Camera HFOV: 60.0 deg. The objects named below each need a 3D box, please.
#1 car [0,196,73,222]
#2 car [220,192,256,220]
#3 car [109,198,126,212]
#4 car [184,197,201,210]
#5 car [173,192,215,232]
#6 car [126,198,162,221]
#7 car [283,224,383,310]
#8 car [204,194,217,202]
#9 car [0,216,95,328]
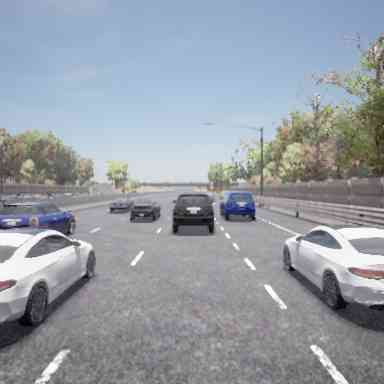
[{"bbox_3d":[-6.925,1.223,14.941,2.097,1.767,4.553,0,1,0],"label":"car"},{"bbox_3d":[3.455,1.002,25.738,2.150,2.045,5.566,0,0,0],"label":"car"},{"bbox_3d":[-6.960,1.263,33.734,2.033,1.411,5.357,0,0,0],"label":"car"},{"bbox_3d":[0.035,1.280,38.155,1.895,1.301,4.718,0,0,0],"label":"car"},{"bbox_3d":[0.072,1.059,19.001,2.150,2.045,5.566,0,0,0],"label":"car"},{"bbox_3d":[-3.445,1.291,25.142,1.837,1.490,4.892,0,0,0],"label":"car"},{"bbox_3d":[3.488,1.459,7.515,1.812,1.442,4.674,0,0,0],"label":"car"},{"bbox_3d":[3.390,1.038,62.329,2.033,1.411,5.357,0,0,0],"label":"car"},{"bbox_3d":[-3.411,1.467,6.736,1.812,1.442,4.674,0,0,0],"label":"car"}]
